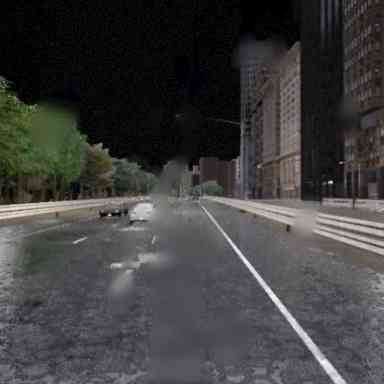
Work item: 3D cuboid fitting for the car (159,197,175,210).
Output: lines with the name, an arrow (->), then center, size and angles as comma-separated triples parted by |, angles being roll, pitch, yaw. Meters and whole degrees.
car -> -3.403, 1.427, 43.421 | 2.097, 1.767, 4.553 | 0, 0, 0

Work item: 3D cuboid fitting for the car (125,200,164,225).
car -> -3.402, 1.559, 24.583 | 1.812, 1.442, 4.674 | 0, 0, 0

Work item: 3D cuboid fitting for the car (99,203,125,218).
car -> -6.909, 1.645, 30.130 | 1.895, 1.301, 4.718 | 0, 0, 0
